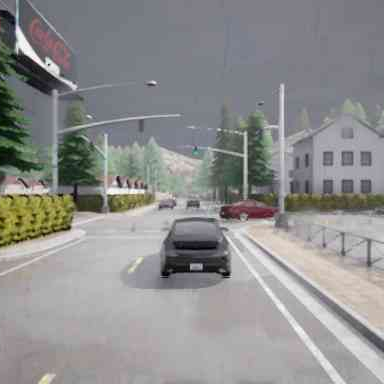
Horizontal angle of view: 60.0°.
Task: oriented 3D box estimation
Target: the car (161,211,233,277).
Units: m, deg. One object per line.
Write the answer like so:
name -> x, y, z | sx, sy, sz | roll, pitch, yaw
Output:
car -> 0.102, 1.528, 10.290 | 1.837, 1.490, 4.892 | 0, 0, 0

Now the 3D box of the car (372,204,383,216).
car -> 17.965, 1.363, 28.218 | 4.902, 1.511, 2.128 | 0, 0, 0

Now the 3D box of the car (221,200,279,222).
car -> 4.470, 1.347, 24.456 | 5.008, 1.535, 1.882 | 0, -2, -25

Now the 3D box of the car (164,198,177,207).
car -> -3.491, 1.727, 55.748 | 1.895, 1.301, 4.718 | 0, 0, 0

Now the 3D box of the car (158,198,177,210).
car -> -3.493, 1.668, 45.753 | 1.994, 1.385, 4.181 | 0, 0, 0

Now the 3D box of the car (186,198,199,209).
car -> 0.108, 1.612, 47.713 | 1.837, 1.490, 4.892 | 0, 0, 0
